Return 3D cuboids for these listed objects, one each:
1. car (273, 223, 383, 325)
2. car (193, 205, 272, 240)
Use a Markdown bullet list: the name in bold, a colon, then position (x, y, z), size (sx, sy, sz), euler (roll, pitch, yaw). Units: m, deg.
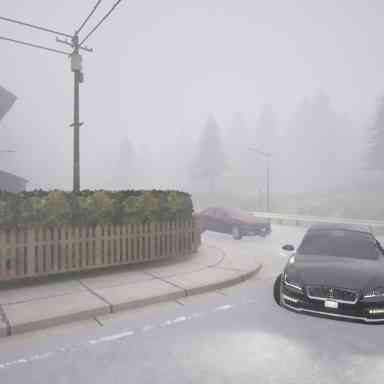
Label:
- **car**: position (3.260, 1.505, 7.369), size (1.837, 1.490, 4.892), euler (0, 0, 27)
- **car**: position (1.963, 1.478, 17.505), size (1.882, 1.535, 5.008), euler (0, 0, -33)
